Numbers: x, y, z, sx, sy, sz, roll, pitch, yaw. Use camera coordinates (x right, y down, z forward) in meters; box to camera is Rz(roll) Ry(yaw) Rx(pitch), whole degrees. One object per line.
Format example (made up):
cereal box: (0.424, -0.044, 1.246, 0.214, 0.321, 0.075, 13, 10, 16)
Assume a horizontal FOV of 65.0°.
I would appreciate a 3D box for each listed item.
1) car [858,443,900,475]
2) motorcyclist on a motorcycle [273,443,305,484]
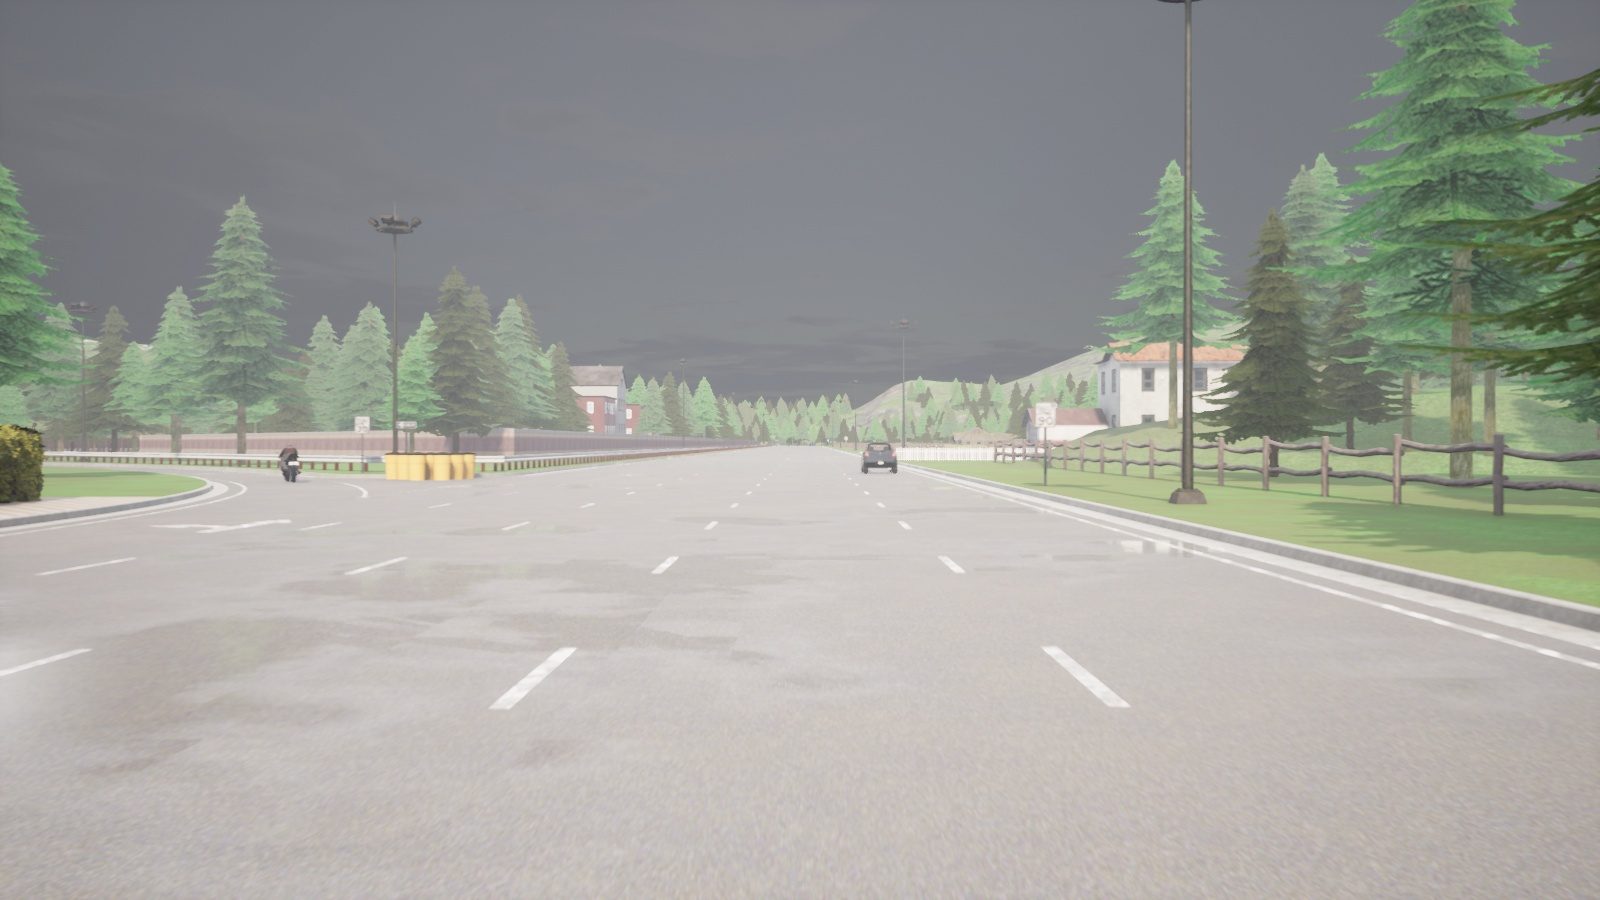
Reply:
car: (3.875, 0.414, 62.249, 1.845, 1.501, 3.633, 0, 1, 0)
motorcyclist on a motorcycle: (-19.626, 0.494, 48.193, 0.866, 1.530, 2.191, 0, 0, -30)
